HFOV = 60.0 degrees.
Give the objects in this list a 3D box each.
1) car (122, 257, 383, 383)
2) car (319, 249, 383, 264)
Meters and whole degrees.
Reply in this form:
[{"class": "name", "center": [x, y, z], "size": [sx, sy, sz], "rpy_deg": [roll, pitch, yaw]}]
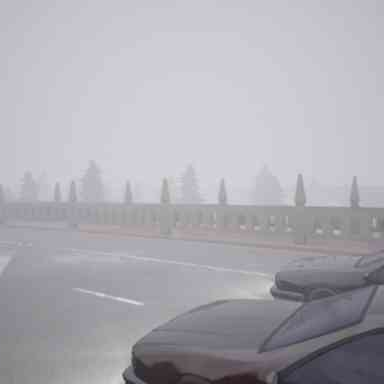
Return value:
[{"class": "car", "center": [1.925, 1.532, 2.514], "size": [5.357, 1.411, 2.033], "rpy_deg": [0, 0, 35]}, {"class": "car", "center": [4.071, 1.516, 5.329], "size": [5.357, 1.411, 2.033], "rpy_deg": [0, 0, 35]}]
